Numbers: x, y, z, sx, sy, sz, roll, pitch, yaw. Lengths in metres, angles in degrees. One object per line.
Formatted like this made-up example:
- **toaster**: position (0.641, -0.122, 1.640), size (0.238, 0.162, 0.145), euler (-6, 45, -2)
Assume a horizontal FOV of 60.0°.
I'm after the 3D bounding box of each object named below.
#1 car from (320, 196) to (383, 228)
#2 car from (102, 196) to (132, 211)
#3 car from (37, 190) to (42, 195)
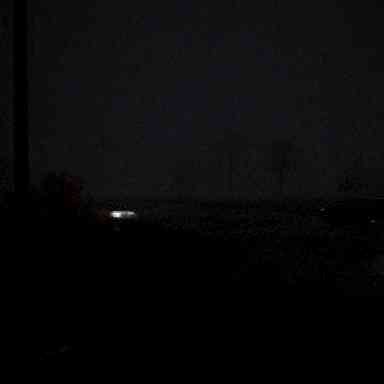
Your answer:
- **car**: position (10.342, 1.101, 20.660), size (2.097, 1.767, 4.553), euler (-1, 1, -35)
- **car**: position (-7.826, 1.146, 34.416), size (1.812, 1.442, 4.674), euler (-1, 1, -35)
- **car**: position (-35.051, 0.379, 75.650), size (2.097, 1.767, 4.553), euler (-1, 1, -28)
